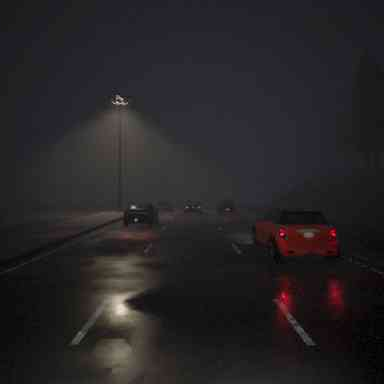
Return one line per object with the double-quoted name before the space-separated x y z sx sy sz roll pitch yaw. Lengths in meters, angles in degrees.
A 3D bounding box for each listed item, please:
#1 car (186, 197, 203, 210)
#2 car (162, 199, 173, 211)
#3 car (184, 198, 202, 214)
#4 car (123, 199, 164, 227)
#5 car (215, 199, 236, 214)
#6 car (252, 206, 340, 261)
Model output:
"car" 0.375 1.491 44.580 2.128 1.511 4.902 0 0 3
"car" -3.307 1.526 40.243 1.812 1.442 4.674 0 0 1
"car" 0.115 1.547 34.830 2.033 1.411 5.357 0 0 0
"car" -3.395 1.491 22.660 2.128 1.511 4.902 0 0 0
"car" 3.624 1.504 36.116 1.837 1.490 4.892 0 0 0
"car" 3.601 1.352 12.373 2.097 1.767 4.553 0 0 0
